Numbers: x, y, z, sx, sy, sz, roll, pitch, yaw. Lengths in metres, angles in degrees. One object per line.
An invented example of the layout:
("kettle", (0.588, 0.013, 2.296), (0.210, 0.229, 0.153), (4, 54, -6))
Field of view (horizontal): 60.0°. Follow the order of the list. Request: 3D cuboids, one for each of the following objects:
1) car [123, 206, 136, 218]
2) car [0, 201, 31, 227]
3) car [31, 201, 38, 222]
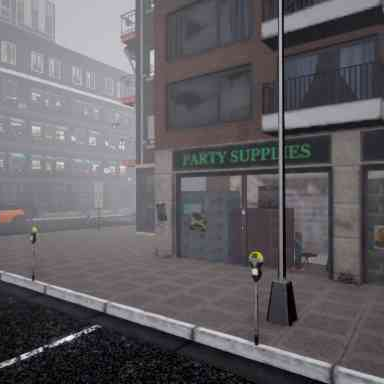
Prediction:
("car", (-5.341, 2.047, 35.949), (1.812, 1.442, 4.674), (0, -1, 35))
("car", (-14.282, 1.594, 23.373), (2.097, 1.767, 4.553), (0, -1, 37))
("car", (-14.952, 1.609, 26.714), (2.192, 1.841, 5.009), (-1, -2, 35))
